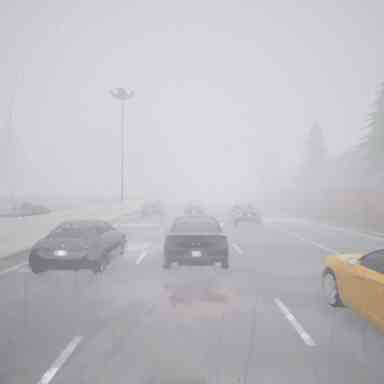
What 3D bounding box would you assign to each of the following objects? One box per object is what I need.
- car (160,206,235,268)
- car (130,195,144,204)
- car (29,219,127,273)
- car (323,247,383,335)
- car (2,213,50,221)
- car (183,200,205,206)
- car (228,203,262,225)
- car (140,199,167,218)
[{"bbox_3d":[0.127,1.460,11.194,1.882,1.535,5.008,0,0,0],"label":"car"},{"bbox_3d":[-10.322,1.398,62.580,1.837,1.490,4.892,0,0,1],"label":"car"},{"bbox_3d":[-3.375,1.543,10.584,1.994,1.385,4.181,0,0,0],"label":"car"},{"bbox_3d":[3.608,1.474,4.870,1.882,1.535,5.008,0,0,0],"label":"car"},{"bbox_3d":[-10.540,1.444,21.003,2.128,1.511,4.902,0,0,0],"label":"car"},{"bbox_3d":[0.174,1.478,30.177,1.812,1.442,4.674,0,0,0],"label":"car"},{"bbox_3d":[3.666,1.514,23.720,2.033,1.411,5.357,0,0,0],"label":"car"},{"bbox_3d":[-3.316,1.441,29.122,2.128,1.511,4.902,0,0,0],"label":"car"}]
